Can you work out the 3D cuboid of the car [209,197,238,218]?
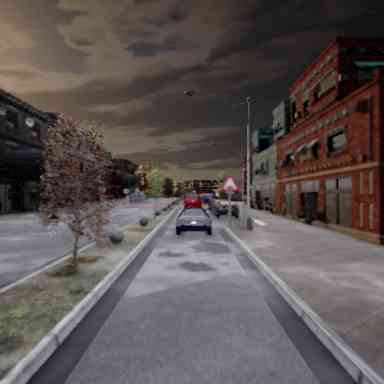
[{"bbox_3d":[2.992,1.475,29.711,2.231,1.521,4.892,0,0,0],"label":"car"}]

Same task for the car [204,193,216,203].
[{"bbox_3d":[2.989,1.171,57.356,2.435,2.045,5.566,0,0,0],"label":"car"}]

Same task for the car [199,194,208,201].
[{"bbox_3d":[2.985,1.317,84.902,2.185,1.767,4.553,0,0,0],"label":"car"}]

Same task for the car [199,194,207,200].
[{"bbox_3d":[2.984,1.334,90.422,2.185,1.767,4.553,0,0,0],"label":"car"}]

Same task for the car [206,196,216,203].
[{"bbox_3d":[2.992,1.467,35.359,2.231,1.521,4.892,0,0,0],"label":"car"}]

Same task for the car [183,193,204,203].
[{"bbox_3d":[0.104,1.194,42.729,2.150,2.045,5.566,0,0,0],"label":"car"}]

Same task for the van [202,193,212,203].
[{"bbox_3d":[2.988,1.189,68.487,1.878,1.987,4.442,0,0,0],"label":"van"}]

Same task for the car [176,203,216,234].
[{"bbox_3d":[0.096,1.566,19.321,1.994,1.385,4.181,0,0,0],"label":"car"}]
